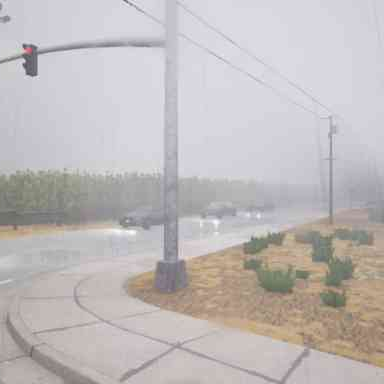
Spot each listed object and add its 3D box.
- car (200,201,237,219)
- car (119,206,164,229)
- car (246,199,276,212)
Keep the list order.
[{"bbox_3d":[2.538,1.557,30.178,1.812,1.442,4.674,0,0,32],"label":"car"},{"bbox_3d":[-2.817,1.596,21.850,1.994,1.385,4.181,0,0,33],"label":"car"},{"bbox_3d":[8.161,1.579,38.962,2.033,1.411,5.357,0,0,33],"label":"car"}]
